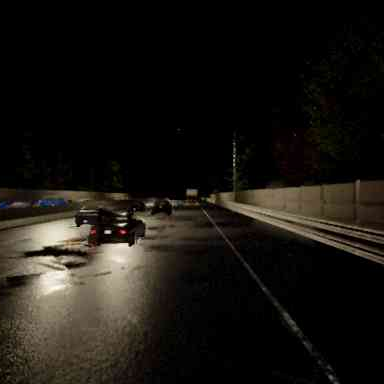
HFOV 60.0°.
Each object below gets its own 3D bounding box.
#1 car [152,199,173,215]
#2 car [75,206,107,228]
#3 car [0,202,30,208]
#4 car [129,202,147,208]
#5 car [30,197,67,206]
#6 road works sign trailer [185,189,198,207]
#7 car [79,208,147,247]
[{"bbox_3d":[-3.408,1.724,38.619,2.097,1.767,4.553,0,-1,0],"label":"car"},{"bbox_3d":[-6.905,1.721,24.030,2.128,1.511,4.902,0,0,0],"label":"car"},{"bbox_3d":[-21.081,1.943,41.021,2.033,1.411,5.357,0,-1,0],"label":"car"},{"bbox_3d":[-6.908,1.937,42.403,1.812,1.442,4.674,0,0,0],"label":"car"},{"bbox_3d":[-17.581,1.628,41.729,2.150,2.045,5.566,0,-1,0],"label":"car"},{"bbox_3d":[-0.014,1.140,67.256,2.380,3.560,2.880,0,-1,0],"label":"road works sign trailer"},{"bbox_3d":[-3.402,1.699,15.941,2.033,1.411,5.357,0,-1,0],"label":"car"}]
